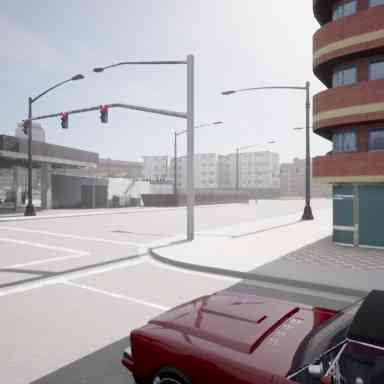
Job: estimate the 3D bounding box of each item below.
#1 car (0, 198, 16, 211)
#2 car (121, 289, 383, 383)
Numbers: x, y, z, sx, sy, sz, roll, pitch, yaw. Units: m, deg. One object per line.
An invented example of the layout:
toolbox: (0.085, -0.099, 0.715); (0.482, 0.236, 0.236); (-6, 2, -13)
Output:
car: (-22.264, 1.456, 38.776); (3.806, 1.475, 1.970); (0, 0, 36)
car: (1.605, 1.601, 2.828); (4.718, 1.301, 1.895); (0, 0, 36)
